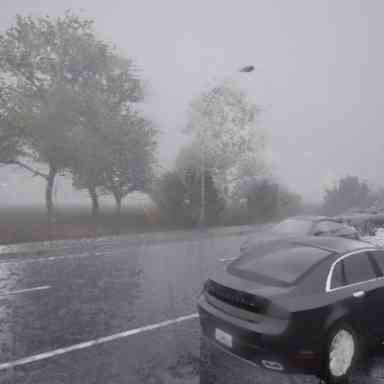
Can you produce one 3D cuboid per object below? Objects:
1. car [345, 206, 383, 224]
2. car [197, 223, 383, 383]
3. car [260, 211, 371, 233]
[{"bbox_3d":[10.229,1.568,19.886,4.181,1.385,1.994,0,0,-35],"label":"car"},{"bbox_3d":[2.355,1.506,5.427,4.892,1.490,1.837,0,0,-36],"label":"car"},{"bbox_3d":[3.697,1.527,10.929,4.674,1.442,1.812,0,0,-36],"label":"car"}]
